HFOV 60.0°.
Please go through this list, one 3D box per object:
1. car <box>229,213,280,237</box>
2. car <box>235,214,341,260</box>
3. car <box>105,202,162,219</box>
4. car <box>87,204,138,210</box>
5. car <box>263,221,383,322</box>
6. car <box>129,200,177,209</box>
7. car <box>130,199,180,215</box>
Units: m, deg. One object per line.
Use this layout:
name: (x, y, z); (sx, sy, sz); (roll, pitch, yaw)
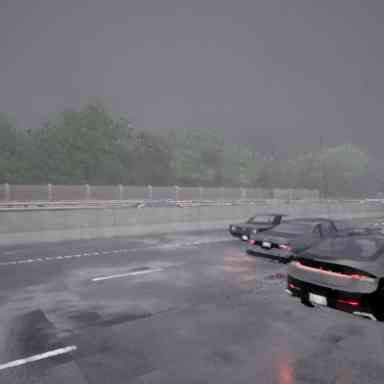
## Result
car: (4.028, 1.629, 15.214); (4.718, 1.301, 1.895); (0, 0, -35)
car: (4.195, 1.566, 11.035); (5.357, 1.411, 2.033); (0, 0, -35)
car: (-5.281, 1.636, 30.315); (4.718, 1.301, 1.895); (0, 0, -35)
car: (-6.158, 1.610, 21.093); (4.718, 1.301, 1.895); (0, 0, -35)
car: (3.977, 1.499, 6.704); (4.902, 1.511, 2.128); (0, 0, -35)
car: (-3.715, 1.557, 27.132); (4.674, 1.442, 1.812); (1, 0, -35)
car: (-3.930, 1.554, 35.574); (4.902, 1.511, 2.128); (1, 0, -35)
